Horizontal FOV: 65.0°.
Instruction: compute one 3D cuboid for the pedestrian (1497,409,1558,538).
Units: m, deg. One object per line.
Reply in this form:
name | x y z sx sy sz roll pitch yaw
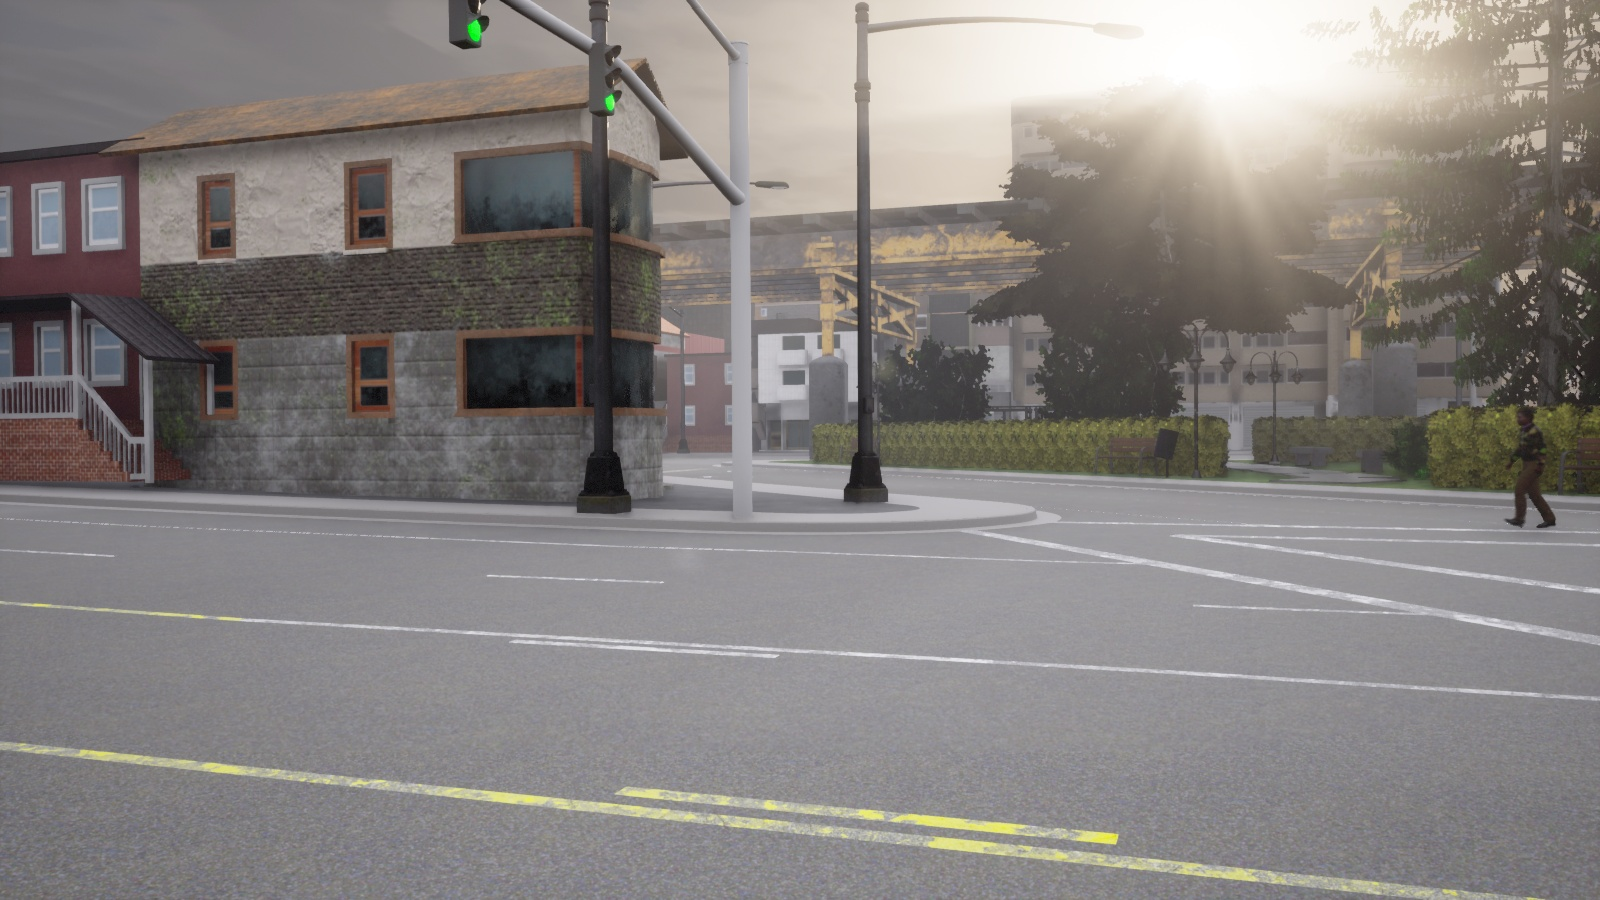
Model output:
pedestrian | 10.985 0.348 18.977 0.692 1.930 0.395 0 1 11
